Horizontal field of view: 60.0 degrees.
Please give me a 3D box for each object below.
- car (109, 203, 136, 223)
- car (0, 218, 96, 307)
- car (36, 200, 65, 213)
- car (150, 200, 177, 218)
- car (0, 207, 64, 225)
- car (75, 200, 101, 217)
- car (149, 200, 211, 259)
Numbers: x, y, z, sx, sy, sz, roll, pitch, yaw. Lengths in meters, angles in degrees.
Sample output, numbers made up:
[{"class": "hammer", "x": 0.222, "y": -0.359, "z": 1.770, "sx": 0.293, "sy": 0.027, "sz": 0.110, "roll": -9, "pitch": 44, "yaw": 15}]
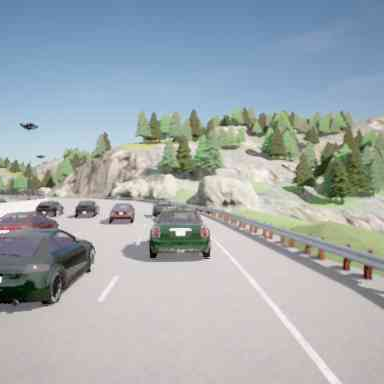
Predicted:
[{"class": "car", "x": -5.449, "y": 1.586, "z": 26.314, "sx": 2.033, "sy": 1.411, "sz": 5.357, "roll": 0, "pitch": 0, "yaw": -8}, {"class": "car", "x": -3.735, "y": 1.579, "z": 8.084, "sx": 1.994, "sy": 1.385, "sz": 4.181, "roll": 0, "pitch": 0, "yaw": -3}, {"class": "car", "x": -13.427, "y": 1.562, "z": 31.583, "sx": 1.837, "sy": 1.490, "sz": 4.892, "roll": 0, "pitch": 0, "yaw": -10}, {"class": "car", "x": -2.809, "y": 1.531, "z": 31.785, "sx": 2.128, "sy": 1.511, "sz": 4.902, "roll": 0, "pitch": 0, "yaw": -9}, {"class": "car", "x": -7.737, "y": 1.594, "z": 15.473, "sx": 1.994, "sy": 1.385, "sz": 4.181, "roll": 0, "pitch": 0, "yaw": -5}, {"class": "car", "x": -9.891, "y": 1.556, "z": 31.682, "sx": 1.837, "sy": 1.490, "sz": 4.892, "roll": 0, "pitch": 0, "yaw": -10}, {"class": "car", "x": -0.523, "y": 1.367, "z": 12.908, "sx": 2.097, "sy": 1.767, "sz": 4.553, "roll": 0, "pitch": 0, "yaw": -4}]
